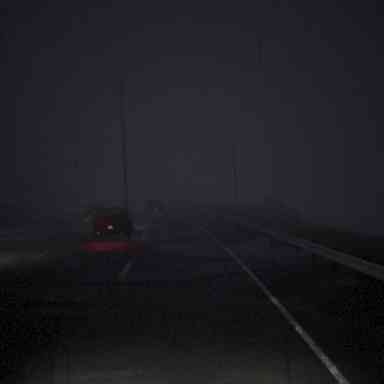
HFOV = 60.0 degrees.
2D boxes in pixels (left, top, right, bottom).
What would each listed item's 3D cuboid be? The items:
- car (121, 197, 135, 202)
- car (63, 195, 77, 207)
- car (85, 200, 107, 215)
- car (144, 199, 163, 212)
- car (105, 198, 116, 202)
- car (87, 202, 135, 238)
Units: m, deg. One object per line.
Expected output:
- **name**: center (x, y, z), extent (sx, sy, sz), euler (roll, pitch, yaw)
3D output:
- **car**: center (-12.340, 1.725, 63.815), extent (1.882, 1.535, 5.008), euler (0, 0, -24)
- **car**: center (-22.895, 1.634, 62.356), extent (2.150, 2.045, 5.566), euler (0, -1, -26)
- **car**: center (-10.806, 1.802, 36.984), extent (1.895, 1.301, 4.718), euler (-1, 0, -14)
- **car**: center (-4.782, 1.614, 40.954), extent (1.837, 1.490, 4.892), euler (0, 0, -15)
- **car**: center (-15.198, 1.796, 61.558), extent (1.837, 1.490, 4.892), euler (1, -1, -23)
- **car**: center (-4.262, 1.560, 18.516), extent (1.882, 1.535, 5.008), euler (0, 0, -7)
